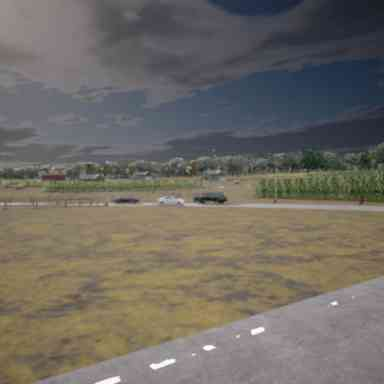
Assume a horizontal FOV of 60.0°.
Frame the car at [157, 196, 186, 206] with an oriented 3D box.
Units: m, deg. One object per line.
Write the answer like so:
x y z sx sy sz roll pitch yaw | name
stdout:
-3.275 1.362 52.728 4.674 1.442 1.812 0 2 17 | car

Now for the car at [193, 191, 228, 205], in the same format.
2.965 0.943 53.561 5.566 2.045 2.150 0 2 22 | car

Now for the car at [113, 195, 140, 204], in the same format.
-11.301 1.301 57.284 4.674 1.442 1.812 0 2 7 | car

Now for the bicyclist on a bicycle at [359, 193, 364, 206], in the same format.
22.732 1.002 44.584 0.582 1.620 1.656 1 1 43 | bicyclist on a bicycle
